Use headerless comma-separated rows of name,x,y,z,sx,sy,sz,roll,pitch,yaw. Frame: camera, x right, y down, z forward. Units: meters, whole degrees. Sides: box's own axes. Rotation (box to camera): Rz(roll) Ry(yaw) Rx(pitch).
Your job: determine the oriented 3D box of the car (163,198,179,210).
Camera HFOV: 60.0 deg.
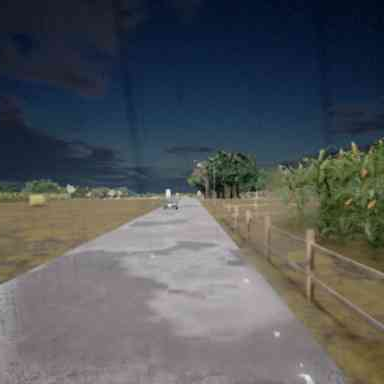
car,-2.784,1.536,44.198,2.128,1.511,4.902,0,0,0
